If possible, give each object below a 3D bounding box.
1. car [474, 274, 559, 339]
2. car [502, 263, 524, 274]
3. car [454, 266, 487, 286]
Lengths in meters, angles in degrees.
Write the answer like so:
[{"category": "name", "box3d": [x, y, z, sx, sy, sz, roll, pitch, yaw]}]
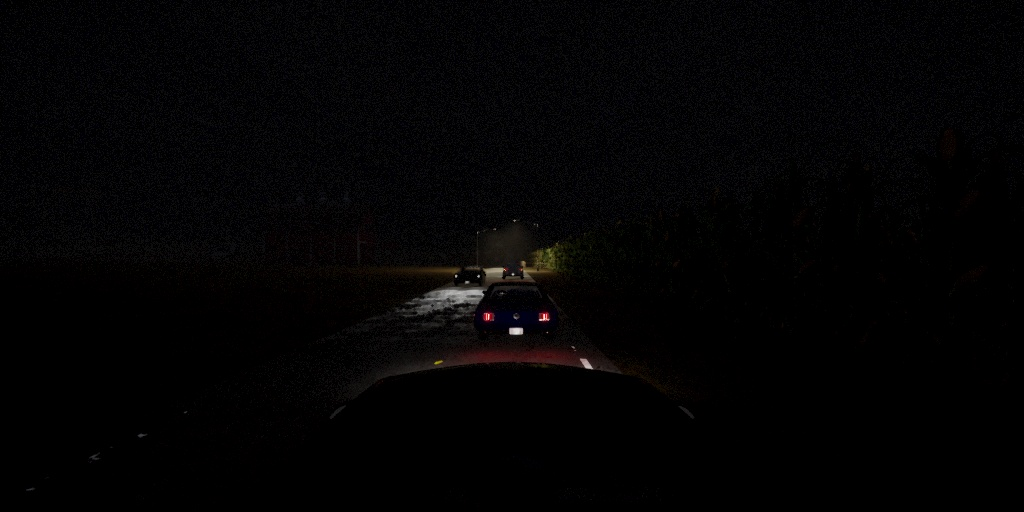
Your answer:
[{"category": "car", "box3d": [0.097, 1.356, 10.037, 1.895, 1.301, 4.718, 0, 0, 0]}, {"category": "car", "box3d": [0.095, 1.331, 32.600, 1.812, 1.442, 4.674, 0, 0, 0]}, {"category": "car", "box3d": [-2.854, 1.377, 25.067, 1.895, 1.301, 4.718, 0, 0, 0]}]
